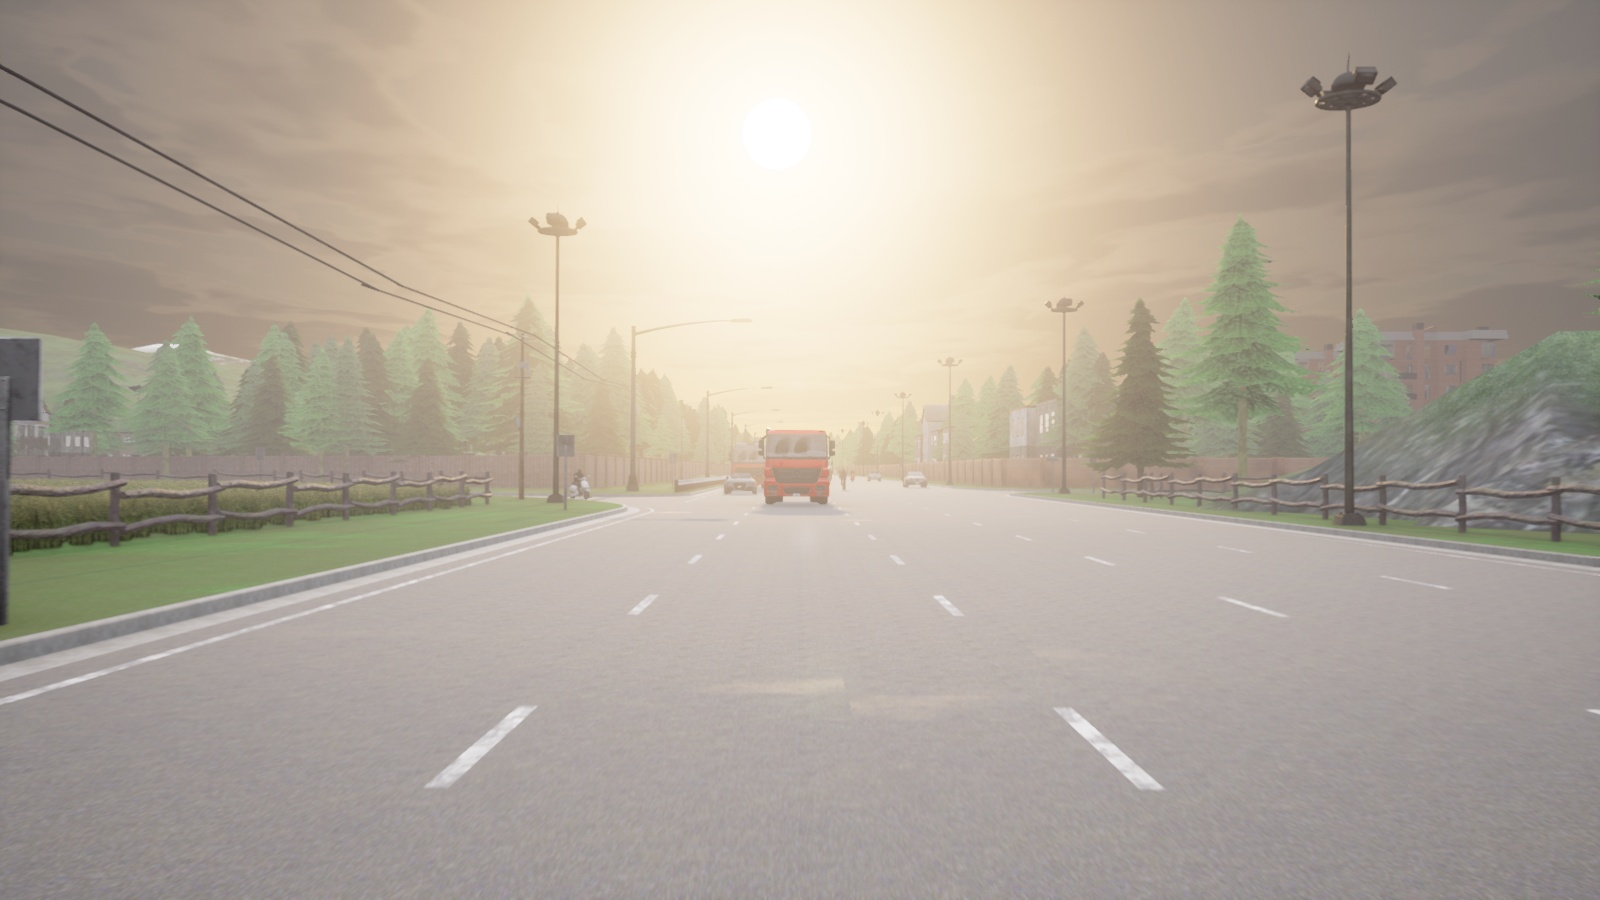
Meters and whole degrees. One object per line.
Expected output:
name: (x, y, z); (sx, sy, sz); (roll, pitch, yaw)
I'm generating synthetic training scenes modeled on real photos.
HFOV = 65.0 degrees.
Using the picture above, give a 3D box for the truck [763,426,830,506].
truck: (-0.146, 0.734, 58.485); (2.891, 3.462, 7.936); (0, -1, 0)

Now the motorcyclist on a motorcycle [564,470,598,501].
motorcyclist on a motorcycle: (-11.157, 1.800, 64.046); (0.866, 1.590, 1.817); (0, -1, -42)

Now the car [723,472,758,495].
car: (-3.690, 2.107, 78.731); (1.994, 1.385, 4.181); (0, -1, 0)
